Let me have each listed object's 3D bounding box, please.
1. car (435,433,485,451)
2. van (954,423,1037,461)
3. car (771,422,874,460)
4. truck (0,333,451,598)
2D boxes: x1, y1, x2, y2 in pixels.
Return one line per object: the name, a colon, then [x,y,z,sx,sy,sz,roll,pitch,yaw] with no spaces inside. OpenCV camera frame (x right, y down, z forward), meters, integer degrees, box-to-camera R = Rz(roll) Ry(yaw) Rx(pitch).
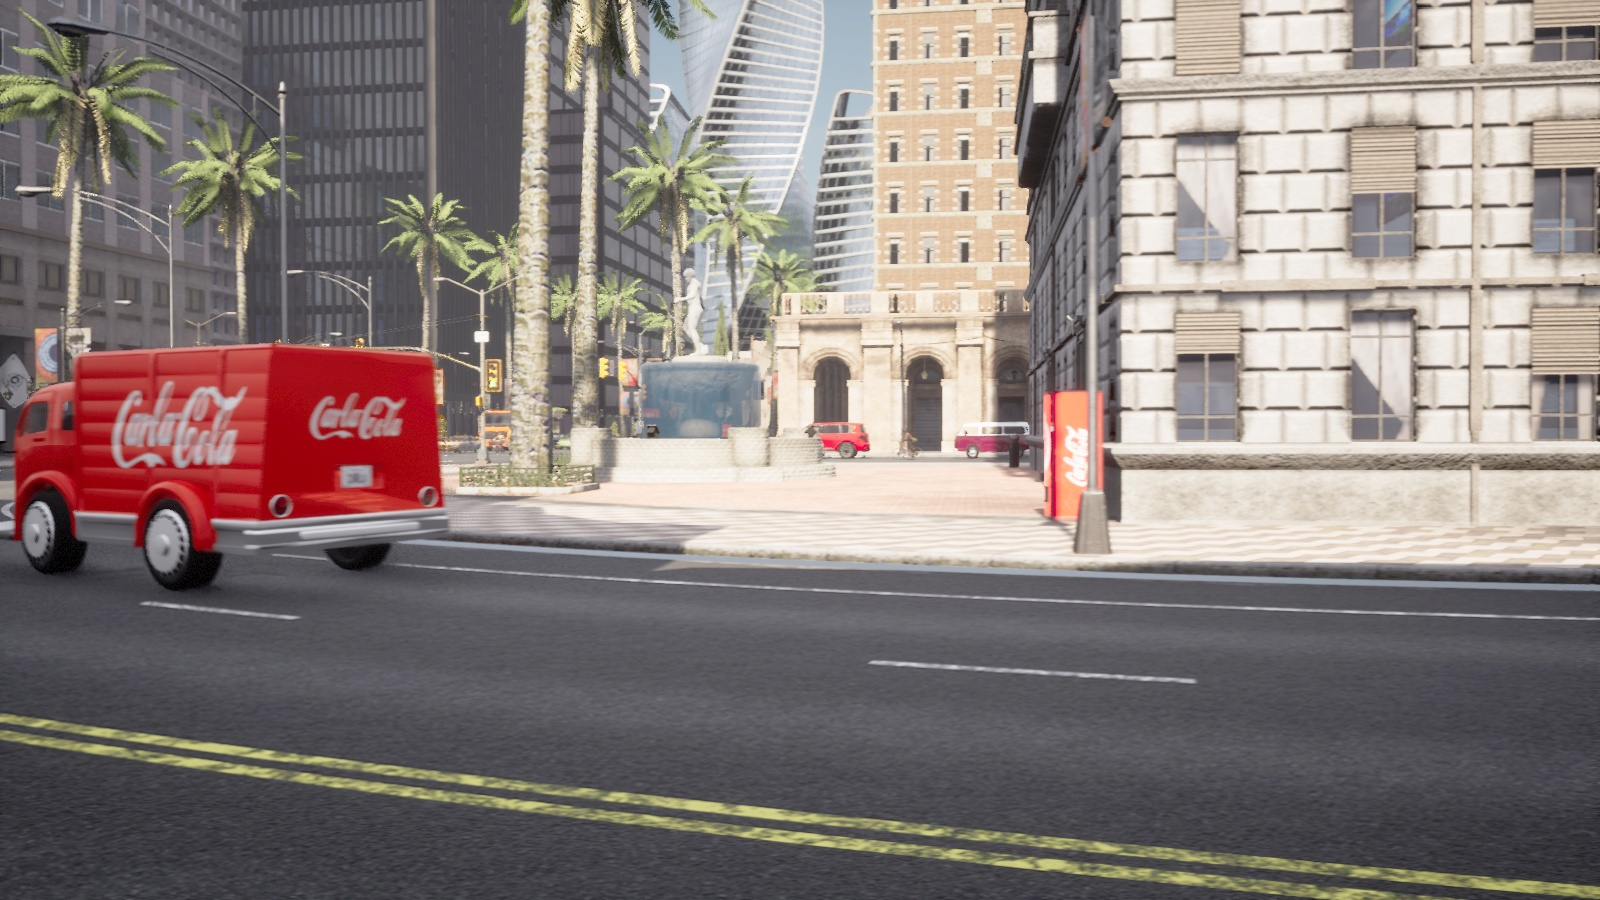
car: [-25.477,-0.604,94.199,1.895,1.301,4.718,0,1,8]
van: [10.807,-0.462,69.633,4.480,2.038,2.069,0,1,8]
car: [1.308,-0.526,71.009,5.566,2.045,2.150,0,1,9]
truck: [-6.777,0.098,14.177,5.204,2.467,2.627,1,1,32]
